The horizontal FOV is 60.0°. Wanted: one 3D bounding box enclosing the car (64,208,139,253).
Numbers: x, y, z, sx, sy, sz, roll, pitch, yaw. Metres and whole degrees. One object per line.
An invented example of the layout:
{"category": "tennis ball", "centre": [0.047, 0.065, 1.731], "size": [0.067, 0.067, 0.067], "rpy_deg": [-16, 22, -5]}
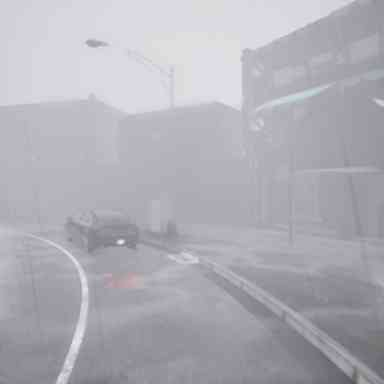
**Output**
{"category": "car", "centre": [-3.758, 1.399, 13.419], "size": [1.837, 1.490, 4.892], "rpy_deg": [-1, 2, -33]}
